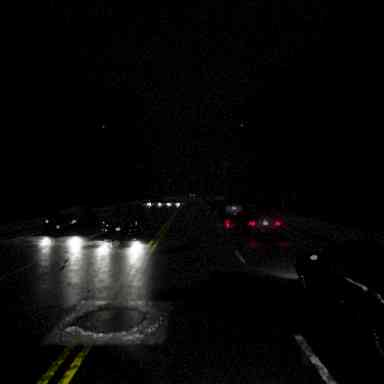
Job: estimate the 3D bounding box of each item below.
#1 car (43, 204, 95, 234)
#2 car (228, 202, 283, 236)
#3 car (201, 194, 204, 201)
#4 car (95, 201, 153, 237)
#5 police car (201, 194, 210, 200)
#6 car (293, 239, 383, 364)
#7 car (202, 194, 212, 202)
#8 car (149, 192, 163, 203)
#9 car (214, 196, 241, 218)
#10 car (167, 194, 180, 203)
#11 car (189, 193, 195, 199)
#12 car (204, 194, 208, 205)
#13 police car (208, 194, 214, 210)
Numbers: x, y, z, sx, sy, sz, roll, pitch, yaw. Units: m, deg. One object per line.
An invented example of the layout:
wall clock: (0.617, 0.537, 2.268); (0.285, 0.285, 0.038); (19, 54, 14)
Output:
car: (-6.595, 1.434, 18.697); (1.812, 1.442, 4.674); (0, 0, 0)
car: (3.355, 1.460, 17.626); (2.033, 1.411, 5.357); (0, 0, 1)
car: (3.265, 1.329, 61.102); (1.994, 1.385, 4.181); (0, 0, 0)
car: (-3.346, 1.419, 17.436); (1.837, 1.490, 4.892); (0, 0, 0)
police car: (3.270, 1.238, 83.105); (2.038, 1.542, 4.974); (0, 0, 0)
car: (3.352, 1.519, 5.594); (2.033, 1.411, 5.357); (0, 0, 0)
car: (3.267, 1.175, 72.103); (2.033, 1.649, 4.856); (0, 0, 0)
car: (-6.518, 0.988, 60.710); (2.150, 2.045, 5.566); (0, 0, 1)
car: (3.257, 1.298, 28.100); (2.033, 1.649, 4.856); (0, 0, 0)
car: (-3.277, 1.121, 59.774); (2.097, 1.767, 4.553); (0, 0, 1)
car: (0.022, 1.107, 92.402); (2.128, 1.511, 4.902); (0, 0, 0)
car: (3.262, 1.356, 50.102); (1.994, 1.385, 4.181); (0, 0, 0)
police car: (3.259, 1.250, 39.210); (1.930, 1.638, 5.238); (0, 0, 0)
